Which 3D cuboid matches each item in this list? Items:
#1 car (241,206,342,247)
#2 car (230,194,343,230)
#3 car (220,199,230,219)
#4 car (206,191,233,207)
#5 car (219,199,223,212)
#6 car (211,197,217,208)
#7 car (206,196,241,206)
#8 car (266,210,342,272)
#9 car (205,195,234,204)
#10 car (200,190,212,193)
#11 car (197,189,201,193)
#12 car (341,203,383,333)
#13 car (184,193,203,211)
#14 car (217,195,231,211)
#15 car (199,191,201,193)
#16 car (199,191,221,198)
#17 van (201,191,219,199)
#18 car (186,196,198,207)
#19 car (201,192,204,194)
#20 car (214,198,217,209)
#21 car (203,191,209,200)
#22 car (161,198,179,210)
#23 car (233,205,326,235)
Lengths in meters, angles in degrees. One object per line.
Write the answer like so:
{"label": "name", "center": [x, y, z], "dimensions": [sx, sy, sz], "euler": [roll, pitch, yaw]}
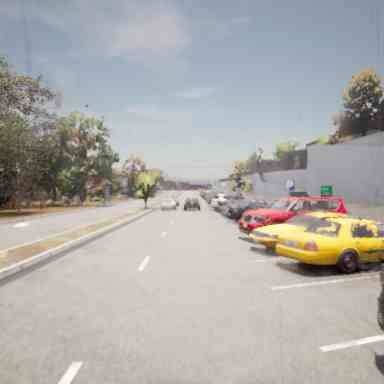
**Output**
{"label": "car", "center": [4.900, 1.486, 13.249], "dimensions": [5.366, 1.575, 1.946], "euler": [1, 0, -20]}
{"label": "car", "center": [5.054, 1.248, 16.302], "dimensions": [5.566, 2.045, 2.435], "euler": [1, 0, -20]}
{"label": "car", "center": [5.071, 1.531, 25.321], "dimensions": [5.008, 1.535, 2.097], "euler": [1, 0, -20]}
{"label": "car", "center": [5.111, 1.287, 40.344], "dimensions": [5.566, 2.045, 2.435], "euler": [1, 0, -20]}
{"label": "car", "center": [5.081, 1.580, 28.321], "dimensions": [4.674, 1.452, 2.002], "euler": [1, 0, -20]}
{"label": "car", "center": [5.107, 1.574, 37.346], "dimensions": [4.792, 1.488, 2.163], "euler": [1, 0, -20]}
{"label": "car", "center": [5.258, 1.425, 55.419], "dimensions": [5.366, 1.575, 1.946], "euler": [1, 0, -20]}
{"label": "car", "center": [5.247, 1.487, 10.383], "dimensions": [5.366, 1.575, 1.946], "euler": [1, 0, -20]}
{"label": "car", "center": [5.062, 1.385, 61.343], "dimensions": [4.792, 1.488, 2.163], "euler": [1, 1, -20]}
{"label": "car", "center": [5.065, 1.008, 79.336], "dimensions": [4.553, 1.767, 2.185], "euler": [1, 0, -20]}
{"label": "car", "center": [5.073, 0.773, 88.277], "dimensions": [5.566, 2.045, 2.435], "euler": [1, 1, -20]}
{"label": "car", "center": [5.099, 1.232, 4.332], "dimensions": [5.566, 2.045, 2.435], "euler": [1, 0, -20]}
{"label": "car", "center": [0.012, 1.392, 42.709], "dimensions": [2.097, 1.767, 4.553], "euler": [0, 0, 0]}
{"label": "car", "center": [5.111, 1.420, 31.332], "dimensions": [4.553, 1.767, 2.185], "euler": [1, 0, -20]}
{"label": "car", "center": [5.088, 1.062, 85.312], "dimensions": [4.892, 1.521, 2.231], "euler": [1, 0, -20]}
{"label": "car", "center": [5.126, 0.699, 94.273], "dimensions": [5.566, 2.045, 2.435], "euler": [1, 1, -20]}
{"label": "van", "center": [4.991, 0.761, 91.231], "dimensions": [4.442, 1.987, 1.878], "euler": [1, 1, -20]}
{"label": "car", "center": [0.018, 1.487, 52.990], "dimensions": [1.812, 1.442, 4.674], "euler": [0, 1, 0]}
{"label": "car", "center": [5.065, 1.237, 73.348], "dimensions": [4.792, 1.488, 2.163], "euler": [1, 1, -20]}
{"label": "car", "center": [5.083, 1.591, 34.321], "dimensions": [4.674, 1.452, 2.002], "euler": [1, 0, -20]}
{"label": "car", "center": [5.062, 1.236, 49.325], "dimensions": [5.566, 2.045, 2.435], "euler": [1, 1, -20]}
{"label": "car", "center": [-2.988, 1.564, 43.105], "dimensions": [1.812, 1.442, 4.674], "euler": [0, 0, 0]}
{"label": "car", "center": [5.050, 1.538, 19.304], "dimensions": [4.792, 1.488, 2.163], "euler": [1, 0, -20]}
